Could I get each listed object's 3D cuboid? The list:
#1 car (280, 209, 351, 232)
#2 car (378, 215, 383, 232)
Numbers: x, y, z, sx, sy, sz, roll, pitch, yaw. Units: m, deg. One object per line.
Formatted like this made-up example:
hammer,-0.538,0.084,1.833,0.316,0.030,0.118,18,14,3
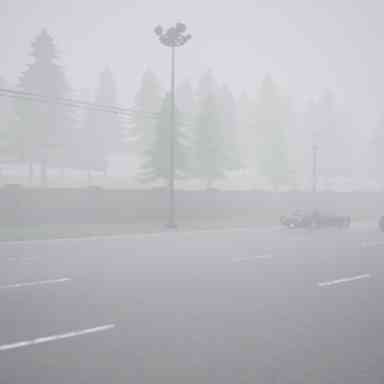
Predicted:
car,7.923,1.750,21.081,4.718,1.301,1.895,1,0,-30
car,13.181,1.717,20.120,4.674,1.442,1.812,0,0,-30
